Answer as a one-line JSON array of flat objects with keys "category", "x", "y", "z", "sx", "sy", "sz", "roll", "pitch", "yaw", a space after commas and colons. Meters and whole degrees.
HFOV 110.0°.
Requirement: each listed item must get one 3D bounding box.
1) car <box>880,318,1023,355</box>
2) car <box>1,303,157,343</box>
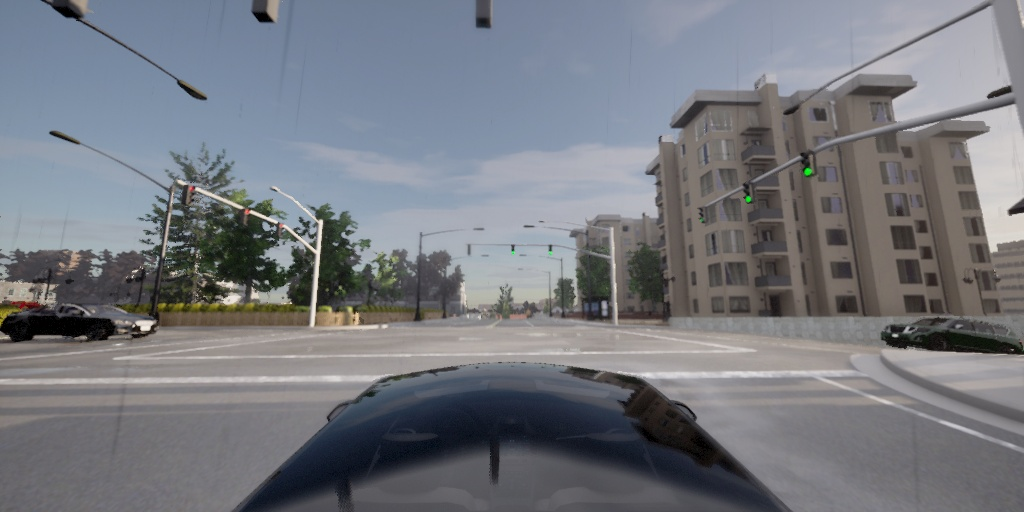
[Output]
[{"category": "car", "x": 22.623, "y": 4.216, "z": 18.550, "sx": 5.566, "sy": 2.045, "sz": 2.150, "roll": 9, "pitch": -9, "yaw": 1}, {"category": "car", "x": -17.361, "y": 2.674, "z": 14.592, "sx": 4.902, "sy": 1.511, "sz": 2.128, "roll": 0, "pitch": -9, "yaw": -1}]
